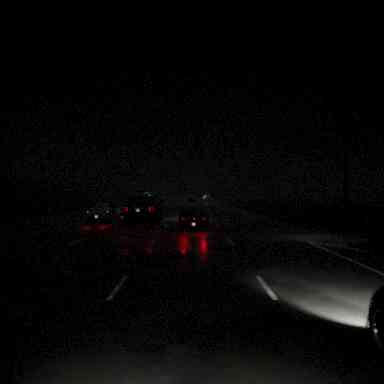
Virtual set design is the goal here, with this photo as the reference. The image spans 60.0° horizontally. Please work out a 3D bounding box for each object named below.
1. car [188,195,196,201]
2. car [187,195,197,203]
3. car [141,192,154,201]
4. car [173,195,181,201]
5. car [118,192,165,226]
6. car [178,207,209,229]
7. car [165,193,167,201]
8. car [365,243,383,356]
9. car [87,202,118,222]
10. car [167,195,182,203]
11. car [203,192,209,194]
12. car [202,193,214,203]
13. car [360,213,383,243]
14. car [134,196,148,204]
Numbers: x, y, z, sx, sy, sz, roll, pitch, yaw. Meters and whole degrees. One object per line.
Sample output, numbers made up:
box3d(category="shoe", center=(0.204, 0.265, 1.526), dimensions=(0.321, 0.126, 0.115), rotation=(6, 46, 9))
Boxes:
box3d(category="car", center=(0.010, 1.379, 78.730), dimensions=(1.882, 1.535, 5.008), rotation=(0, 0, 0))
box3d(category="car", center=(0.008, 1.570, 68.866), dimensions=(1.812, 1.442, 4.674), rotation=(0, 0, 0))
box3d(category="car", center=(-10.490, 1.127, 78.762), dimensions=(2.150, 2.045, 5.566), rotation=(0, 0, 0))
box3d(category="car", center=(-3.490, 1.402, 78.731), dimensions=(1.837, 1.490, 4.892), rotation=(0, 0, 0))
box3d(category="car", center=(-3.399, 1.244, 23.572), dimensions=(2.150, 2.045, 5.566), rotation=(0, 0, 0))
box3d(category="car", center=(0.102, 1.620, 21.966), dimensions=(1.895, 1.301, 4.718), rotation=(0, 0, 0))
box3d(category="car", center=(-6.992, 1.268, 68.341), dimensions=(2.150, 2.045, 5.566), rotation=(0, 0, 0))
box3d(category="car", center=(3.601, 1.567, 3.318), dimensions=(1.994, 1.385, 4.181), rotation=(0, 0, 0))
box3d(category="car", center=(-6.896, 1.549, 26.284), dimensions=(1.812, 1.442, 4.674), rotation=(0, 0, 0))
box3d(category="car", center=(-3.492, 1.521, 68.311), dimensions=(1.882, 1.535, 5.008), rotation=(0, 0, 0))
box3d(category="car", center=(3.510, 1.127, 78.760), dimensions=(2.150, 2.045, 5.566), rotation=(0, 0, 0))
box3d(category="car", center=(3.508, 1.570, 68.865), dimensions=(1.812, 1.442, 4.674), rotation=(0, 0, 0))
box3d(category="car", center=(9.260, 1.235, 12.225), dimensions=(2.150, 2.045, 5.566), rotation=(0, 0, -37))
box3d(category="car", center=(-10.492, 1.577, 68.312), dimensions=(2.128, 1.511, 4.902), rotation=(0, 0, 0))
